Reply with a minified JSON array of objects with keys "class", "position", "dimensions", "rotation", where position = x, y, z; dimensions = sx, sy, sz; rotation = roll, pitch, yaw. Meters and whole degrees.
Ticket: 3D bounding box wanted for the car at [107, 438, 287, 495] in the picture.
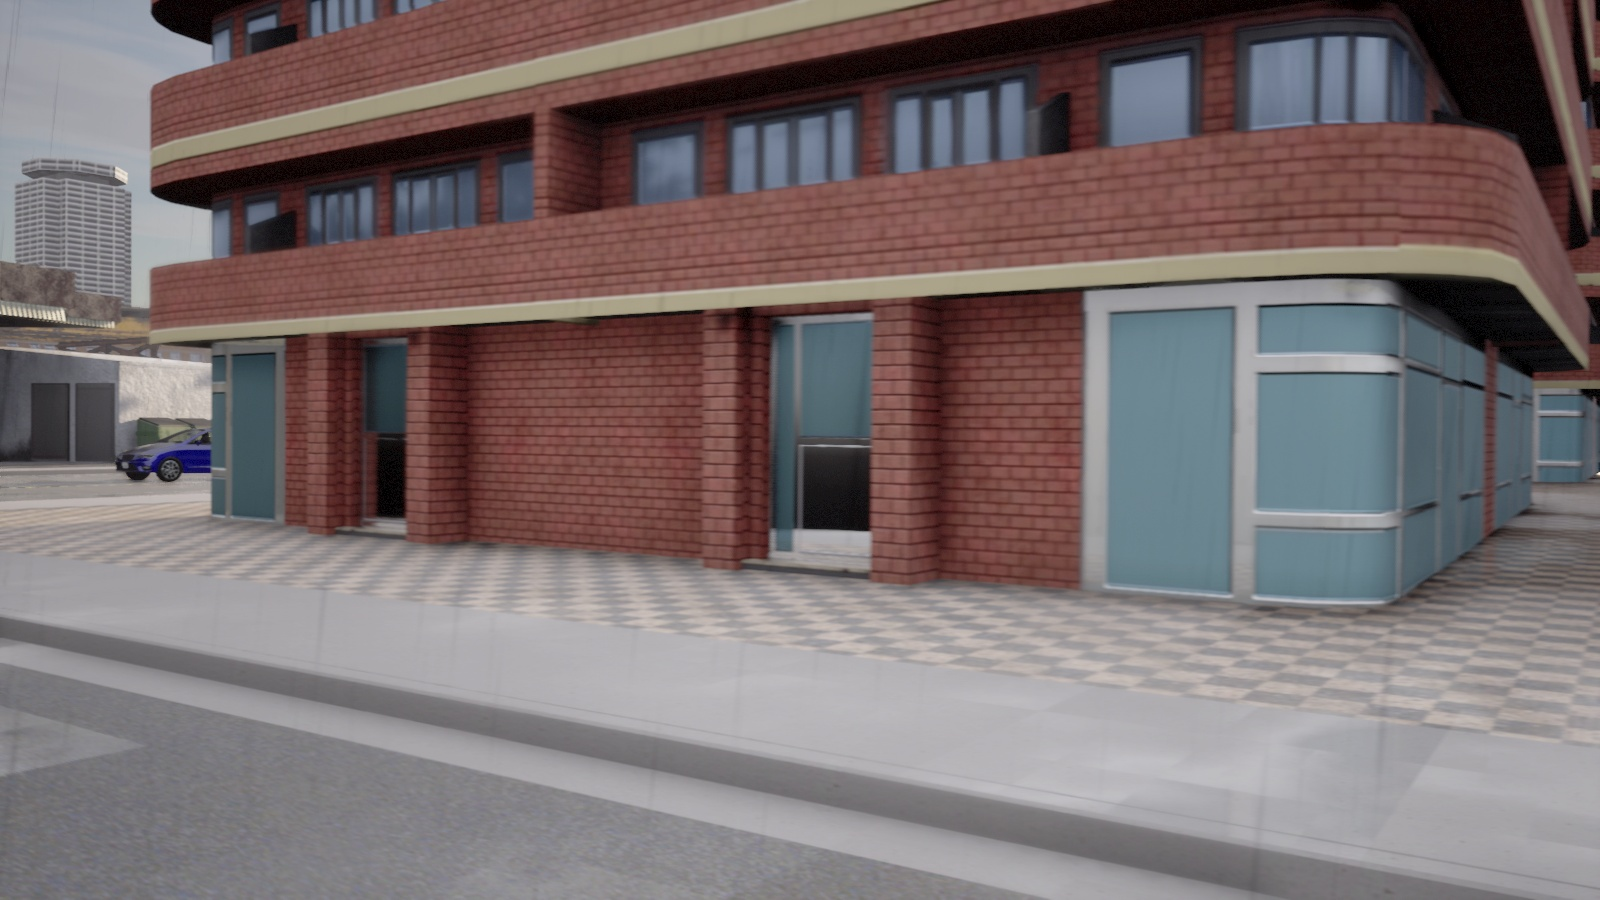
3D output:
[{"class":"car","position":[-16.818,0.417,35.223],"dimensions":[1.816,1.474,4.193],"rotation":[0,1,33]}]
